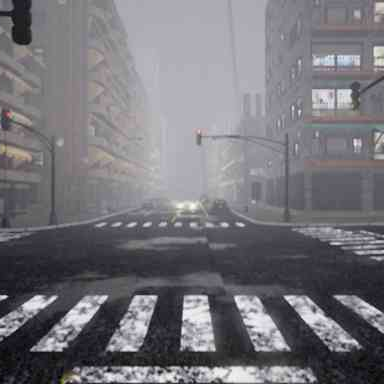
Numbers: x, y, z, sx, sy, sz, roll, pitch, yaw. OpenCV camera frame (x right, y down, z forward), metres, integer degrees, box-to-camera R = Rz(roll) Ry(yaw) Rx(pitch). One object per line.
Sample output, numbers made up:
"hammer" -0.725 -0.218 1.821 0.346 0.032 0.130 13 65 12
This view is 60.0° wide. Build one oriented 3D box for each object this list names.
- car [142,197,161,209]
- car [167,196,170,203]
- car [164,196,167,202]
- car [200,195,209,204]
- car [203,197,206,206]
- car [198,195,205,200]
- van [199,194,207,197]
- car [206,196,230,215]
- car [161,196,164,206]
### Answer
"car" -5.680 1.566 44.484 2.008 1.369 4.403 0 0 0
"car" -5.674 1.578 72.154 1.887 1.381 4.507 0 0 0
"car" -5.677 1.587 55.553 1.947 1.339 4.313 0 0 0
"car" 2.703 1.603 55.550 1.802 1.307 4.206 0 0 0
"car" 2.700 1.563 38.947 2.008 1.369 4.403 0 0 0
"car" 2.711 1.598 94.289 1.887 1.381 4.507 0 0 0
"van" 2.706 1.370 66.619 1.690 1.788 3.998 0 0 0
"car" 2.699 1.451 33.413 1.967 1.590 4.097 0 0 0
"car" -5.678 1.600 50.018 1.802 1.307 4.206 0 0 0
